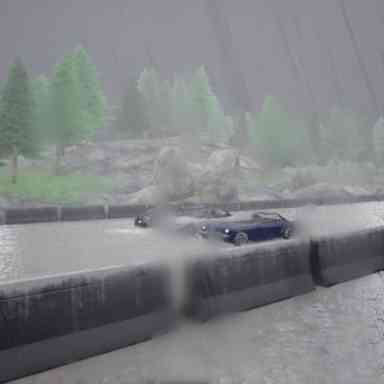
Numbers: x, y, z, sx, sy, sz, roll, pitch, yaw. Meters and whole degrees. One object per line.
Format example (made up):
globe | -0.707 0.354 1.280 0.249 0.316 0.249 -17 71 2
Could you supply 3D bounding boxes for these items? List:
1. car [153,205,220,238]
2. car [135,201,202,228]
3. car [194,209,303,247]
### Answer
car | 0.625 1.541 17.332 4.718 1.301 1.895 -1 0 -35
car | -1.355 1.504 20.218 4.181 1.385 1.994 -1 0 -35
car | 2.657 1.541 14.482 4.718 1.301 1.895 -1 0 -35
